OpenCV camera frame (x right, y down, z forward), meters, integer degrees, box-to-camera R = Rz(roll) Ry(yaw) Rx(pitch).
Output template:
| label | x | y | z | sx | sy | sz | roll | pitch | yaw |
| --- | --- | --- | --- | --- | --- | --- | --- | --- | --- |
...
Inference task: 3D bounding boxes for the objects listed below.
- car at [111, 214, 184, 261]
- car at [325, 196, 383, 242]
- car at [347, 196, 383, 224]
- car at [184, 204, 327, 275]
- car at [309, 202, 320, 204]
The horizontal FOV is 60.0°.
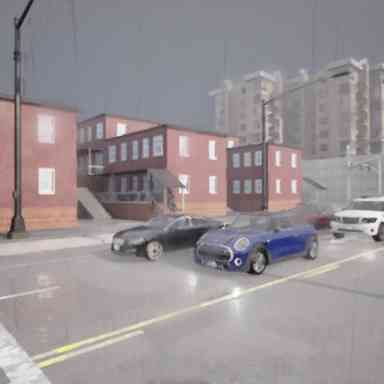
| label | x | y | z | sx | sy | sz | roll | pitch | yaw |
| --- | --- | --- | --- | --- | --- | --- | --- | --- | --- |
| car | -0.735 | 1.618 | 12.936 | 4.902 | 1.511 | 2.128 | 0 | -1 | -42 |
| car | 9.369 | 1.307 | 17.322 | 5.566 | 2.045 | 2.150 | 0 | -1 | -42 |
| car | 14.854 | 1.352 | 26.926 | 5.566 | 2.045 | 2.150 | 0 | -1 | -42 |
| car | 2.221 | 1.437 | 10.889 | 4.553 | 1.767 | 2.097 | 0 | -1 | -42 |
| car | 6.906 | 1.481 | 19.808 | 4.553 | 1.767 | 2.097 | 0 | -1 | -42 |
